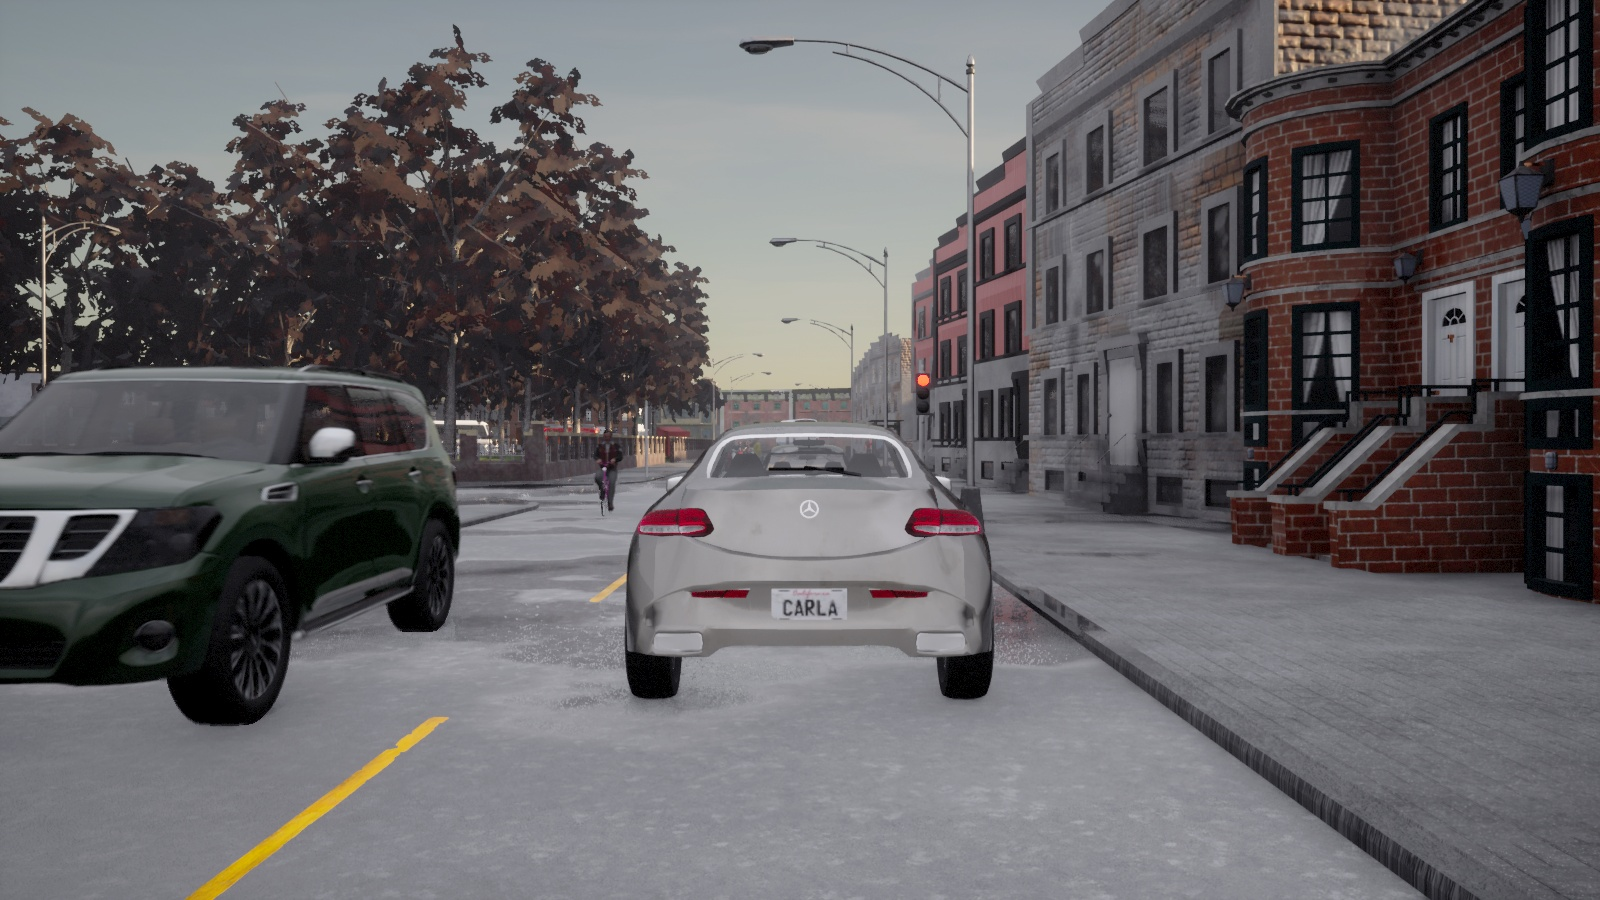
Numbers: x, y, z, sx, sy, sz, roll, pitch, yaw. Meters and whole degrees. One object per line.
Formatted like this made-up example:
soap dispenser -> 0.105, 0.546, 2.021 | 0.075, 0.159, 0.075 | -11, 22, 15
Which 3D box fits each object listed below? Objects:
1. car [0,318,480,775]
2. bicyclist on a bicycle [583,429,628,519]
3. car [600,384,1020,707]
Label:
car -> -3.939, 0.415, 8.404 | 2.150, 2.045, 5.566 | 0, 0, 0
bicyclist on a bicycle -> -3.946, 0.470, 25.564 | 0.659, 1.776, 1.843 | 0, 0, -2
car -> 0.064, 0.475, 8.950 | 2.152, 1.651, 5.027 | 0, 0, 0
